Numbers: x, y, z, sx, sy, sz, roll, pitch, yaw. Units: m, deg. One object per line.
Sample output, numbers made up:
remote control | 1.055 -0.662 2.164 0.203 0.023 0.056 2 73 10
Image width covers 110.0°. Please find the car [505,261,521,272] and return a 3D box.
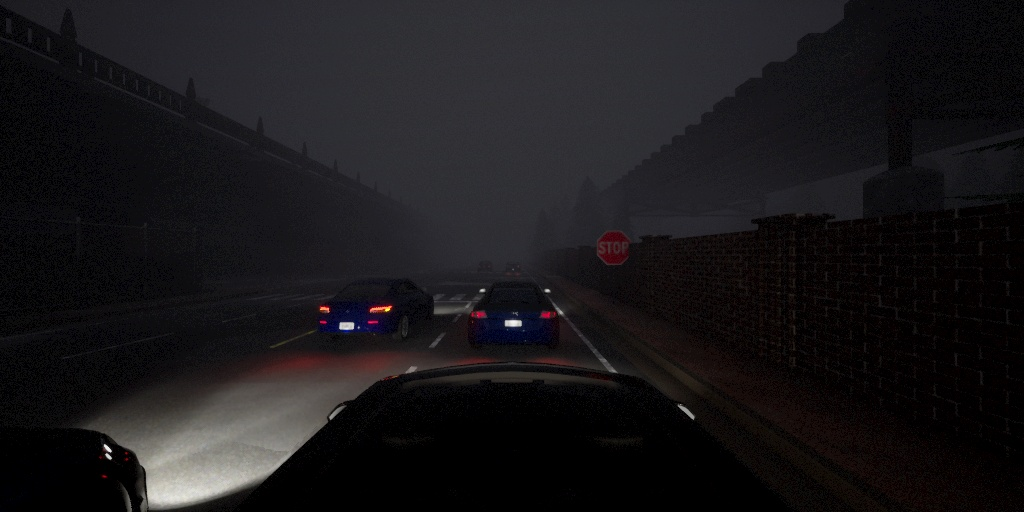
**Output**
car | 0.104 1.351 45.987 1.895 1.301 4.718 0 0 -1

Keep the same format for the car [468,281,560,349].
car | 0.070 1.314 9.169 1.994 1.385 4.181 0 0 1

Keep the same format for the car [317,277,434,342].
car | -3.411 1.276 9.691 1.812 1.442 4.674 0 0 0

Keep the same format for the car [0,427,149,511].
car | -3.398 1.314 0.595 1.994 1.385 4.181 0 0 0

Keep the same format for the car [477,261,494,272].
car | -3.391 1.297 45.828 2.033 1.411 5.357 0 0 -1
